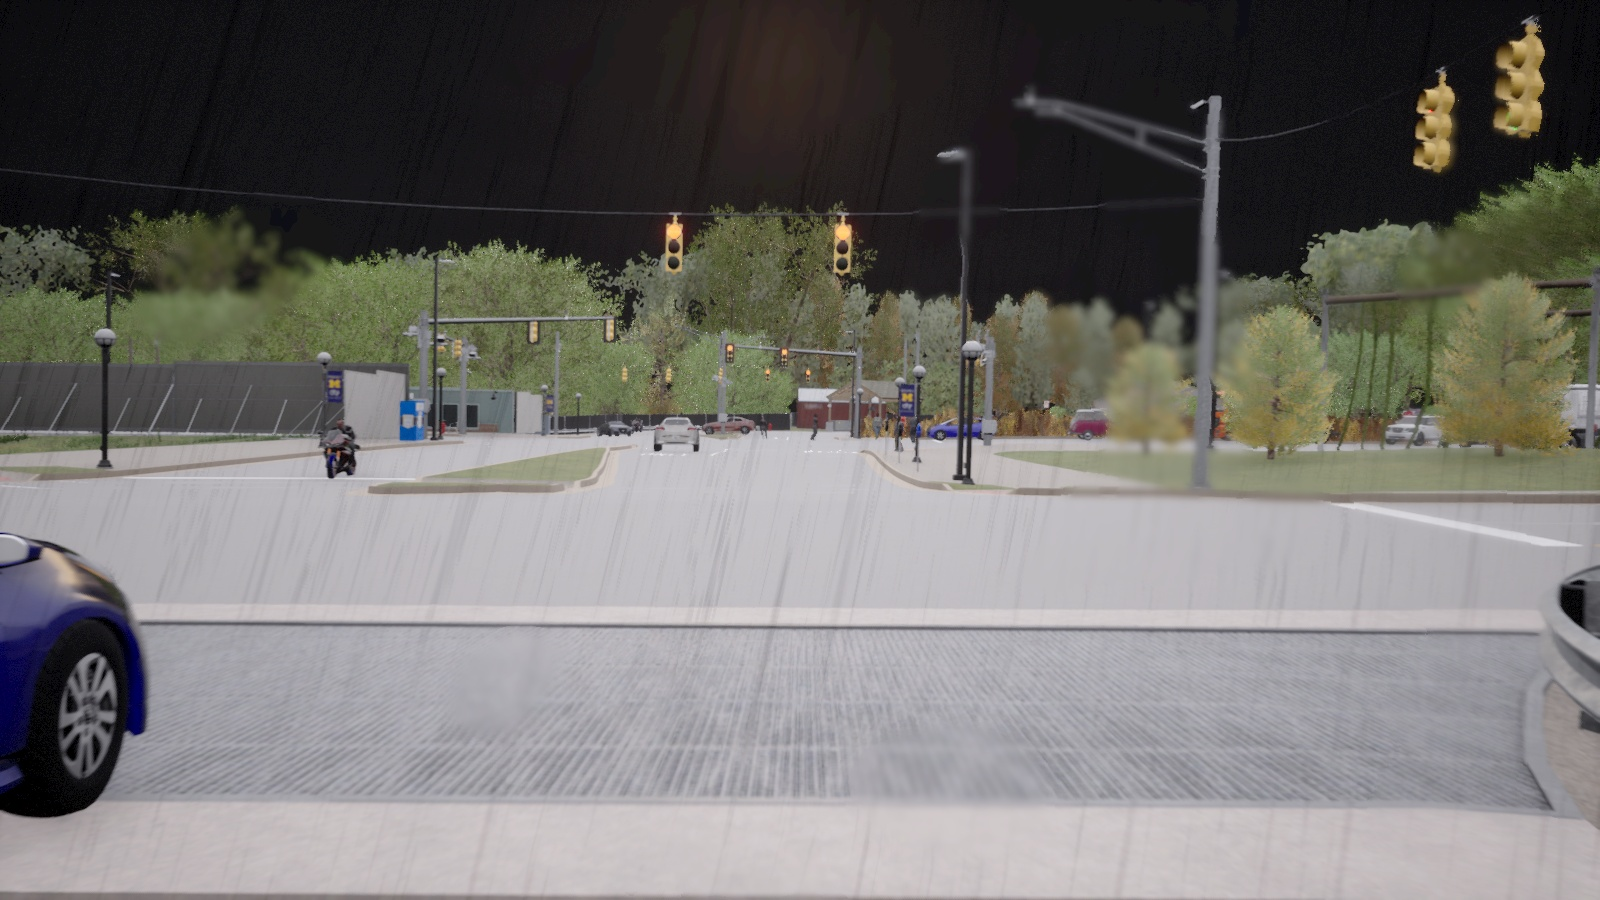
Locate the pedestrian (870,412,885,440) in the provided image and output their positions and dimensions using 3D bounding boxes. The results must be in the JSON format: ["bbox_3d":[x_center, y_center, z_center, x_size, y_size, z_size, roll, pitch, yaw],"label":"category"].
[{"bbox_3d":[5.127,-1.582,83.160,0.874,1.855,0.900,1,2,-4],"label":"pedestrian"}]

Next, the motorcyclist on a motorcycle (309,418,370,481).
[{"bbox_3d":[-11.761,-0.034,32.152,0.866,1.530,2.191,0,2,-3],"label":"motorcyclist on a motorcycle"}]

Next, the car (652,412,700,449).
[{"bbox_3d":[-5.888,-0.921,60.273,2.152,1.651,5.027,1,1,-4],"label":"car"}]

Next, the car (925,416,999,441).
[{"bbox_3d":[10.492,-1.407,81.498,4.514,1.525,2.007,0,2,1],"label":"car"}]

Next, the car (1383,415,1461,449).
[{"bbox_3d":[41.259,-1.168,83.307,5.566,2.045,2.150,1,3,-36],"label":"car"}]

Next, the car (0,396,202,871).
[{"bbox_3d":[-3.546,0.614,3.189,2.007,1.525,4.514,0,2,-2],"label":"car"}]

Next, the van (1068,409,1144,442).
[{"bbox_3d":[19.824,-1.595,81.509,4.442,1.987,1.775,1,3,0],"label":"van"}]

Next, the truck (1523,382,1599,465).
[{"bbox_3d":[34.772,-1.085,52.101,2.891,3.462,7.936,0,1,-27],"label":"truck"}]

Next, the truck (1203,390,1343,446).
[{"bbox_3d":[30.718,-2.102,81.692,7.936,3.462,2.891,1,2,-4],"label":"truck"}]
